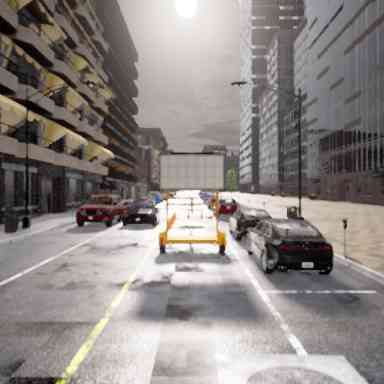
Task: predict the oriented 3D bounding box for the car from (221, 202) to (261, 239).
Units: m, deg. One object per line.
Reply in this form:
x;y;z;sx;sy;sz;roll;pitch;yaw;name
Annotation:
2.710;1.390;15.511;2.008;1.369;4.403;1;1;0;car

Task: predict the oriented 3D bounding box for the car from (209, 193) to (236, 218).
2.718;1.166;26.649;1.967;1.590;4.097;1;1;0;car

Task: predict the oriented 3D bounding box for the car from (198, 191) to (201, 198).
2.739;0.914;65.636;1.802;1.307;4.206;1;1;0;car

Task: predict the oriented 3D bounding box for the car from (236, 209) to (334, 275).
2.707;1.447;9.944;2.008;1.369;4.403;1;1;0;car

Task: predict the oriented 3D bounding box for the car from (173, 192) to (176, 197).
-5.628;0.481;82.348;2.192;1.841;5.009;1;1;0;car

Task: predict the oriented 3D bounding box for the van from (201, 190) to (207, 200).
2.736;0.785;54.496;1.690;1.788;3.998;1;1;0;van

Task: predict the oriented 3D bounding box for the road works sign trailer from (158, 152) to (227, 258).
0.005;0.337;12.197;2.380;3.560;2.880;0;1;0;road works sign trailer

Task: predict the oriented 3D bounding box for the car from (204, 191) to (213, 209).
2.725;1.053;37.789;1.967;1.590;4.097;1;1;0;car

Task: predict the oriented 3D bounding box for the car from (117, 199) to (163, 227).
-3.087;1.348;20.909;1.994;1.385;4.181;0;1;0;car

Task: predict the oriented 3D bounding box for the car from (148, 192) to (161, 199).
-5.654;1.107;43.365;2.008;1.369;4.403;1;1;0;car

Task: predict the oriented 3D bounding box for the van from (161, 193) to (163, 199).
-5.648;0.842;48.933;1.690;1.788;3.998;1;1;0;van

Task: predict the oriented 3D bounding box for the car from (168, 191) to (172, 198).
-5.641;0.883;65.641;2.008;1.369;4.403;1;1;0;car

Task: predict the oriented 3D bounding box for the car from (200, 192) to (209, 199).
2.742;0.800;71.375;1.752;1.417;4.829;1;1;0;car

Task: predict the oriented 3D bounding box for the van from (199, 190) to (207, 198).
2.751;0.507;82.343;1.690;1.788;3.998;1;1;0;van

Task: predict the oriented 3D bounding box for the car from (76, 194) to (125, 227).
-5.663;1.097;21.084;2.192;1.841;5.009;1;1;0;car

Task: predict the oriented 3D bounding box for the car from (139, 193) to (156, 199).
-5.658;1.178;37.796;1.947;1.339;4.313;1;1;0;car

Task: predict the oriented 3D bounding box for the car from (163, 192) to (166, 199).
-5.647;0.971;54.334;1.752;1.417;4.829;1;1;0;car

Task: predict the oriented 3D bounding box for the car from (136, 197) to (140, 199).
-5.664;1.270;26.656;1.887;1.381;4.507;1;1;0;car

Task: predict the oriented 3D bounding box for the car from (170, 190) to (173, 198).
-5.638;0.804;71.042;1.752;1.417;4.829;1;1;0;car
